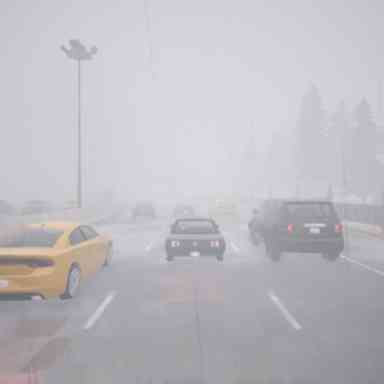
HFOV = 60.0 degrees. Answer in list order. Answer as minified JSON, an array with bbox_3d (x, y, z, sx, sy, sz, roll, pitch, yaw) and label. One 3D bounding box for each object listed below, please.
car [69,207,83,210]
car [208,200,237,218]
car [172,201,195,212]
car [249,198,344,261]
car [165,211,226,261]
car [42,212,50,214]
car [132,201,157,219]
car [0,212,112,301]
[{"bbox_3d":[-12.066,1.483,34.076,1.882,1.535,5.008,0,0,-10],"label":"car"},{"bbox_3d":[2.710,1.483,30.596,1.882,1.535,5.008,0,0,-7],"label":"car"},{"bbox_3d":[-0.767,1.531,30.089,1.812,1.442,4.674,0,0,-7],"label":"car"},{"bbox_3d":[3.598,1.224,12.427,2.150,2.045,5.566,0,0,0],"label":"car"},{"bbox_3d":[0.098,1.603,12.345,1.895,1.301,4.718,0,0,0],"label":"car"},{"bbox_3d":[-15.484,1.513,33.220,1.837,1.490,4.892,1,-1,-10],"label":"car"},{"bbox_3d":[-4.143,1.496,29.013,2.128,1.511,4.902,0,0,-6],"label":"car"},{"bbox_3d":[-3.401,1.479,8.410,1.882,1.535,5.008,0,0,0],"label":"car"}]
